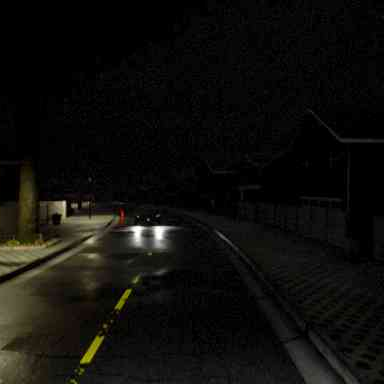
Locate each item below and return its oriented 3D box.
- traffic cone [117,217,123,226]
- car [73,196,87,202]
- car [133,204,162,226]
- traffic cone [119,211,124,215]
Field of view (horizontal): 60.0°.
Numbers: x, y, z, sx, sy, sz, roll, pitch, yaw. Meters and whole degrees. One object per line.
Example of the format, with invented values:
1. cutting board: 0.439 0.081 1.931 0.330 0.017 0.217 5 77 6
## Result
1. traffic cone: -4.906 2.005 22.622 0.340 0.580 0.340 0 0 -8
2. car: -25.117 1.542 74.416 2.128 1.511 4.902 0 0 -39
3. car: -3.243 1.581 24.241 1.812 1.442 4.674 0 0 -9
4. traffic cone: -5.688 2.035 27.444 0.340 0.580 0.340 0 0 -11
